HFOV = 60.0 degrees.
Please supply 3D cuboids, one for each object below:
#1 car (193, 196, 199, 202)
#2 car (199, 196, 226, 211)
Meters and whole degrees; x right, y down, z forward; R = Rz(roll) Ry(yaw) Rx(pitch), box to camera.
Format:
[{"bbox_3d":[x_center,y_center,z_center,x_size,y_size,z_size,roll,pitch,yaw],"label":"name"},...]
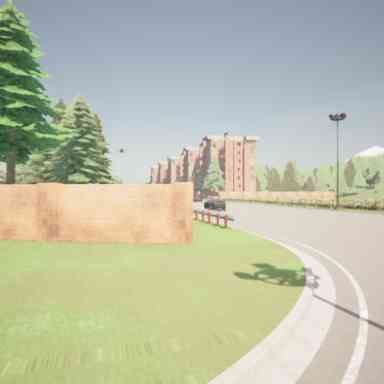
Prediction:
[{"bbox_3d":[1.037,1.663,76.344,2.033,1.411,5.357,0,0,-15],"label":"car"},{"bbox_3d":[2.897,1.564,42.937,2.128,1.511,4.902,0,0,-15],"label":"car"}]
